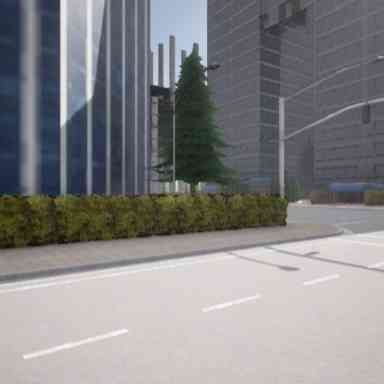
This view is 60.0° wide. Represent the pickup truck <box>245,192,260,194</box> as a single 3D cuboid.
[{"bbox_3d":[12.086,1.016,65.925,2.390,2.098,6.274,0,0,-6],"label":"pickup truck"}]
